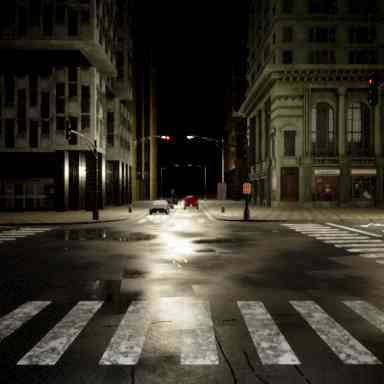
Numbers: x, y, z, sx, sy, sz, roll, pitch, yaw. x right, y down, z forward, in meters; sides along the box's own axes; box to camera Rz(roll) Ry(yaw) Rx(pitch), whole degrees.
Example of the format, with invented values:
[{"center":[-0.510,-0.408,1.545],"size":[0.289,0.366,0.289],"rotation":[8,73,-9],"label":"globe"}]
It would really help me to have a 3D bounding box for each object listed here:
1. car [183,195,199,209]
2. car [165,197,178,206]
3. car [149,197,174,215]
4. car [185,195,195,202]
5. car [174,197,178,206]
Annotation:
[{"center":[-0.111,1.488,44.637],"size":[1.812,1.442,4.674],"rotation":[0,0,0],"label":"car"},{"center":[-3.290,1.509,54.116],"size":[1.994,1.385,4.181],"rotation":[0,0,0],"label":"car"},{"center":[-3.209,1.526,33.948],"size":[2.033,1.411,5.357],"rotation":[0,0,0],"label":"car"},{"center":[-0.427,1.451,73.760],"size":[1.994,1.385,4.181],"rotation":[0,0,0],"label":"car"},{"center":[-3.281,1.511,44.058],"size":[2.033,1.411,5.357],"rotation":[0,0,-1],"label":"car"}]
